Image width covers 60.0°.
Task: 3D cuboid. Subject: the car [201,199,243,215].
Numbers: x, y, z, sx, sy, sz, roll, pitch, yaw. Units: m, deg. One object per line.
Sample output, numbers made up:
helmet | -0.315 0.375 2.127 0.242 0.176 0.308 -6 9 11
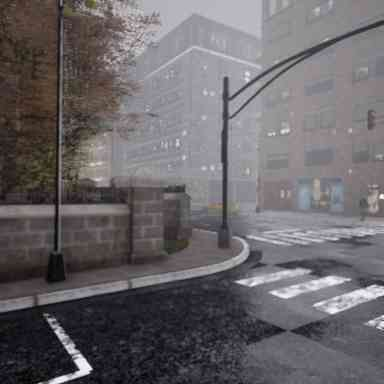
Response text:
car | 2.683 1.352 31.194 1.752 1.417 4.829 1 0 -34

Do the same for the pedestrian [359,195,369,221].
pedestrian | 11.782 1.073 22.961 0.375 1.860 0.375 1 -1 -34
